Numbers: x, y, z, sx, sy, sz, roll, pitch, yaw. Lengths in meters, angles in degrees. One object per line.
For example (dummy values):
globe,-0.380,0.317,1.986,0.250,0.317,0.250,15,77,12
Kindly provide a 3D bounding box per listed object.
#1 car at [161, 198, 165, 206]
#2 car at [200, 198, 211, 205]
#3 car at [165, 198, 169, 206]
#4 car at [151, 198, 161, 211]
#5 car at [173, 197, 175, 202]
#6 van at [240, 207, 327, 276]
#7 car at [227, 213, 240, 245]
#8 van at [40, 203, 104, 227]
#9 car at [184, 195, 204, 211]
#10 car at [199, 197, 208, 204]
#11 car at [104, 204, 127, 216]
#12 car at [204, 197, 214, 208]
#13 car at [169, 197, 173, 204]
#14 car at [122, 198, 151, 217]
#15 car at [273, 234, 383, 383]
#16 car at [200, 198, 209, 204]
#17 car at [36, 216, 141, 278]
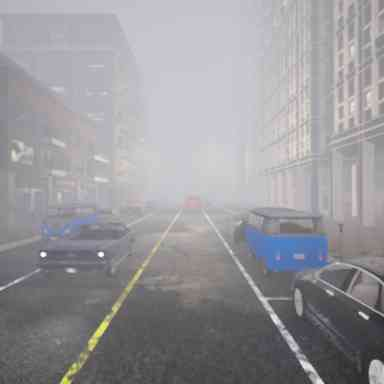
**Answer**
car,-5.675,1.823,49.753,2.008,1.369,4.403,0,0,0
car,2.709,1.940,66.696,1.947,1.339,4.313,0,0,0
car,-5.673,1.864,60.881,1.752,1.417,4.829,0,0,0
car,-5.677,1.806,44.105,1.947,1.339,4.313,0,0,0
car,-5.664,2.118,94.941,1.947,1.339,4.313,0,0,0
van,2.694,1.395,10.213,1.690,1.788,3.998,0,0,0
car,2.695,1.650,15.860,1.947,1.339,4.313,0,0,0
van,-5.685,1.425,15.864,1.690,1.788,3.998,0,0,0
car,0.110,1.459,43.825,2.150,2.045,5.566,0,0,0
car,2.712,1.885,77.994,1.967,1.590,4.097,0,0,0
car,-5.684,1.696,21.511,1.802,1.307,4.206,0,0,0
car,2.706,1.887,55.399,1.802,1.307,4.206,0,0,0
car,-5.670,1.954,72.348,1.887,1.381,4.507,0,0,0
car,-5.681,1.492,32.810,2.192,1.841,5.009,0,0,0
car,2.692,1.575,4.563,2.008,1.369,4.403,0,0,0
car,2.710,1.991,72.346,1.802,1.307,4.206,0,0,0
car,-2.997,1.656,10.463,1.895,1.301,4.718,0,0,0
